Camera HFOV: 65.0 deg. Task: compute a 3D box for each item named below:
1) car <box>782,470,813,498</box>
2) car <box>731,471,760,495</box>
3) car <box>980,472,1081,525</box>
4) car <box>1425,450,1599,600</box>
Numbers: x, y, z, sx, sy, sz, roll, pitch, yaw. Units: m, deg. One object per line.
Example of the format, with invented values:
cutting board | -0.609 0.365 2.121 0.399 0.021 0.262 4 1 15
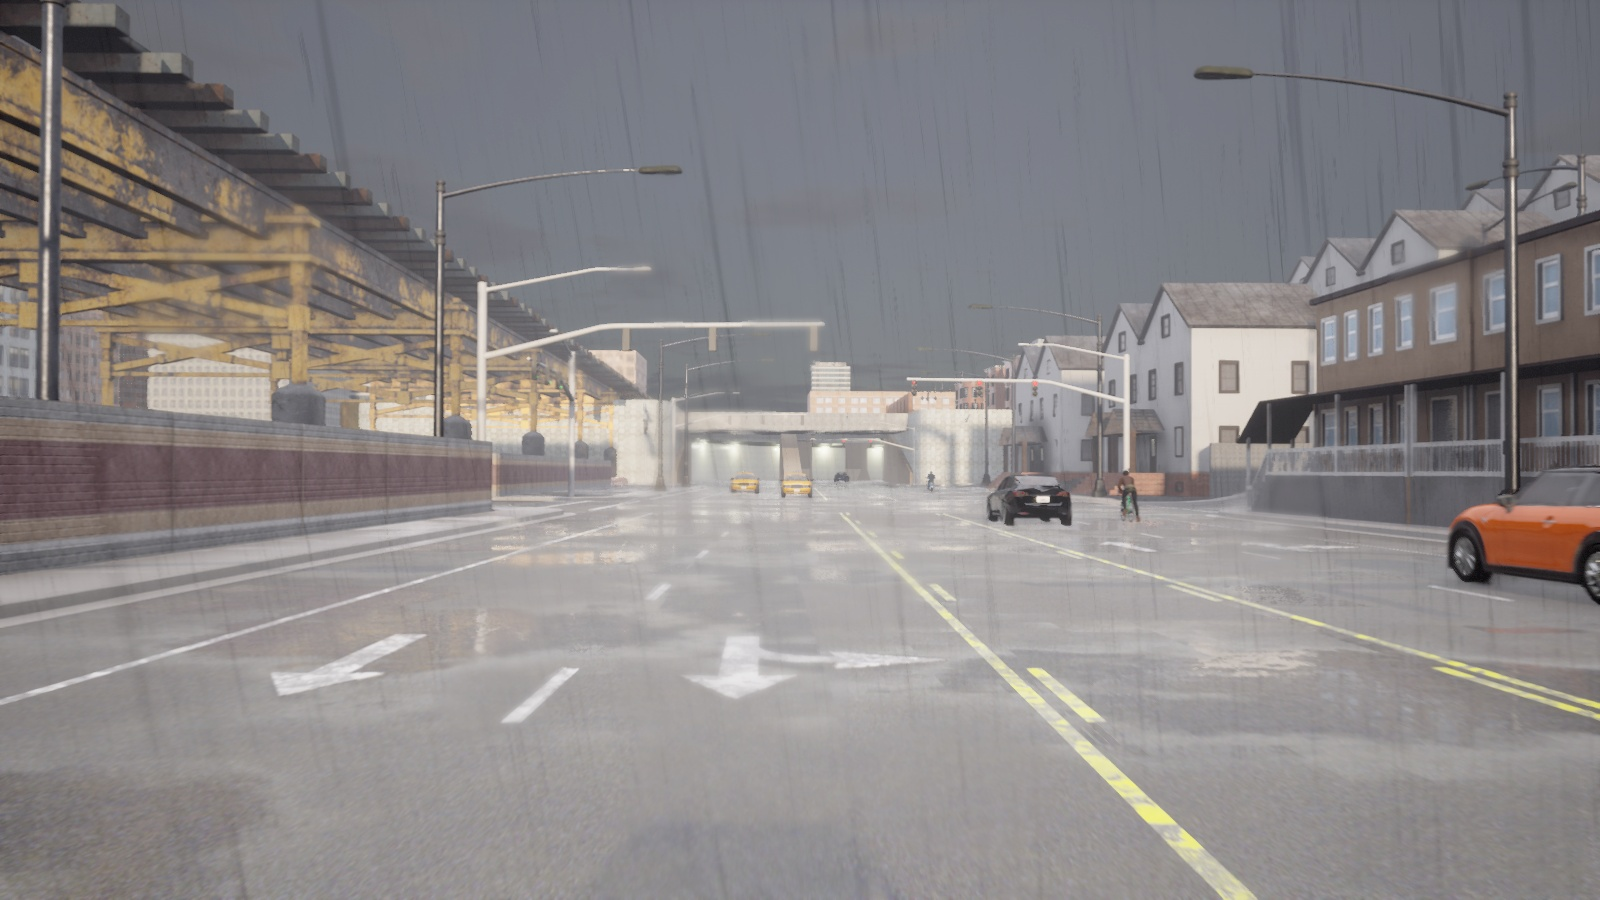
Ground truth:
car | -0.172 2.015 75.319 1.801 1.575 5.366 0 -1 0
car | -3.697 2.208 86.019 1.801 1.575 5.366 0 -1 0
car | 6.913 1.425 38.127 2.163 1.488 4.792 0 -1 0
car | 10.463 0.909 16.609 2.097 1.767 4.553 0 -1 0
